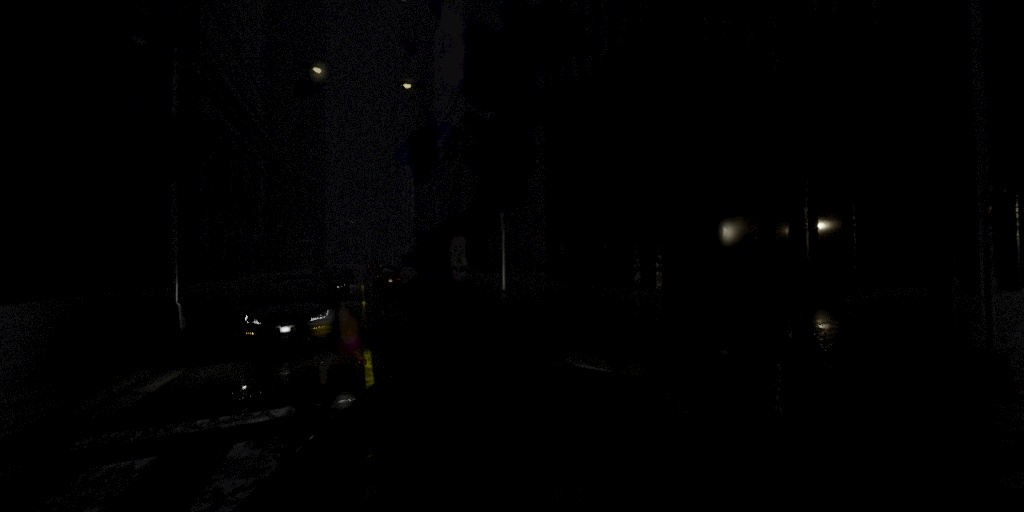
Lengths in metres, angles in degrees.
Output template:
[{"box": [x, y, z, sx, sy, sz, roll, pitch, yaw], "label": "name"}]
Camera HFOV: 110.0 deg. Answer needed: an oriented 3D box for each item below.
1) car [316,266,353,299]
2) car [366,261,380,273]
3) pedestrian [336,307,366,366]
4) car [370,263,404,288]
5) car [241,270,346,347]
[{"box": [-9.420, 1.366, 18.546, 1.837, 1.490, 4.892, 0, 0, -23], "label": "car"}, {"box": [-19.051, 1.421, 49.584, 2.097, 1.767, 4.553, 0, 0, -23], "label": "car"}, {"box": [-2.932, 1.455, 6.553, 0.500, 1.100, 0.500, 1, -2, -23], "label": "pedestrian"}, {"box": [-8.684, 1.416, 25.062, 1.812, 1.442, 4.674, 0, 0, -23], "label": "car"}, {"box": [-5.725, 1.311, 9.793, 1.837, 1.490, 4.892, 0, 0, -23], "label": "car"}]
